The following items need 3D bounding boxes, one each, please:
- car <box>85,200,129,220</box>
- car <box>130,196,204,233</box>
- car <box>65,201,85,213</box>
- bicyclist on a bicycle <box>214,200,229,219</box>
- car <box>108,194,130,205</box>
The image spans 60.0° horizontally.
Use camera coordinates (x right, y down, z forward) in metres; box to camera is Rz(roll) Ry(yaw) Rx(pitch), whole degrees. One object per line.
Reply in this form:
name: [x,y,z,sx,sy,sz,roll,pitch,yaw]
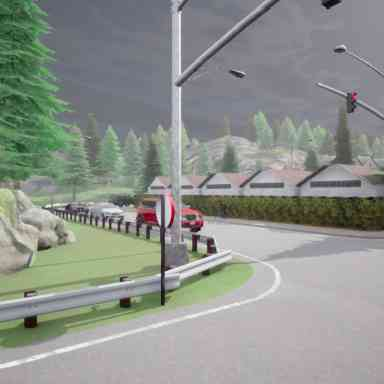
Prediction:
car: [-7.604,1.717,29.544,1.812,1.442,4.674,0,0,-35]
car: [-1.558,1.415,20.896,2.150,2.045,5.566,0,0,-35]
car: [-13.130,1.754,37.818,1.994,1.385,4.181,0,0,-32]
bicyclist on a bicycle: [2.537,1.494,28.097,1.656,1.620,0.582,0,0,-35]
car: [-10.940,1.398,53.205,2.150,2.045,5.566,0,0,33]
